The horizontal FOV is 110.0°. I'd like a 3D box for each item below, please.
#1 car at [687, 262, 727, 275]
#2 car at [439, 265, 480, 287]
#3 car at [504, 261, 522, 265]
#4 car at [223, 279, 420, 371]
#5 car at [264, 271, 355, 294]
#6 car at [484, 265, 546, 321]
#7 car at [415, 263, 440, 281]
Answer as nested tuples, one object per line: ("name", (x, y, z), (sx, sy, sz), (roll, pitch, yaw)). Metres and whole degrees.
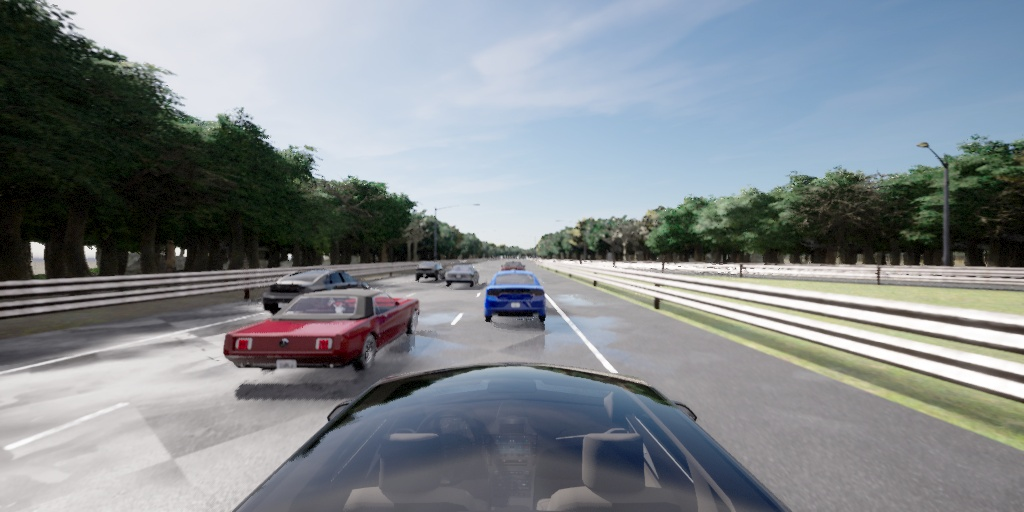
("car", (24.526, 1.551, 45.273), (1.837, 1.490, 4.892), (0, -1, -22))
("car", (-3.390, 1.339, 25.287), (2.033, 1.411, 5.357), (1, 0, 0))
("car", (0.103, 1.166, 30.461), (2.097, 1.767, 4.553), (0, 0, 0))
("car", (-3.398, 1.360, 7.647), (1.895, 1.301, 4.718), (0, 0, 0))
("car", (-6.897, 1.267, 13.240), (1.837, 1.490, 4.892), (0, 0, 0))
("car", (0.100, 1.246, 12.630), (1.882, 1.535, 5.008), (0, 0, 0))
("car", (-6.896, 1.314, 30.753), (1.837, 1.490, 4.892), (0, -1, 0))
